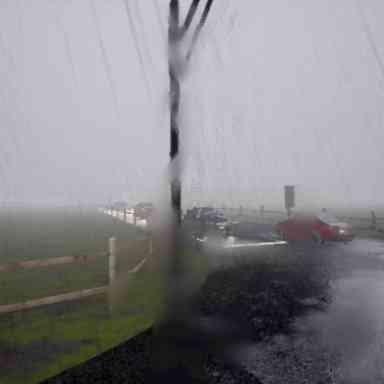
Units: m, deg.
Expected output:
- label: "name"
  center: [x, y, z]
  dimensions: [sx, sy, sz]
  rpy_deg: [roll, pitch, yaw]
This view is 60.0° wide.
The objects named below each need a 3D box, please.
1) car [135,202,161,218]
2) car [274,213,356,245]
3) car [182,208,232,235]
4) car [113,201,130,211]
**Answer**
- label: "car"
  center: [-4.827, 1.853, 35.759]
  dimensions: [2.097, 1.767, 4.553]
  rpy_deg: [0, -1, -21]
- label: "car"
  center: [5.989, 1.750, 16.677]
  dimensions: [1.994, 1.385, 4.181]
  rpy_deg: [0, -1, -21]
- label: "car"
  center: [0.791, 1.754, 20.824]
  dimensions: [2.128, 1.511, 4.902]
  rpy_deg: [0, -1, -21]
- label: "car"
  center: [-11.255, 2.188, 53.096]
  dimensions: [2.097, 1.767, 4.553]
  rpy_deg: [0, -1, -21]
